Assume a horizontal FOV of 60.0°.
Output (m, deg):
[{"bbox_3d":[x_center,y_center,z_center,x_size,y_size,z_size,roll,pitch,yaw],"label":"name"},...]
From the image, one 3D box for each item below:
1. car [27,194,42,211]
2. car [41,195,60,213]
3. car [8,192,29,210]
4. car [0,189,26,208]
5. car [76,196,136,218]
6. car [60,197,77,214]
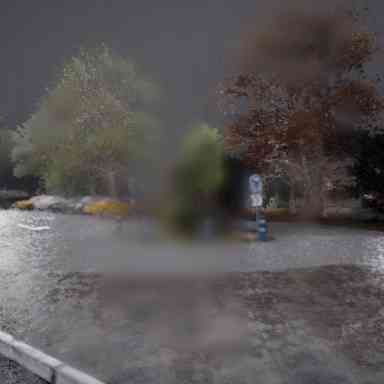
[{"bbox_3d":[-13.671,1.183,33.800,2.002,1.452,4.674,2,1,36],"label":"car"},{"bbox_3d":[-11.446,1.232,32.151,2.163,1.488,4.792,2,1,36],"label":"car"},{"bbox_3d":[-16.019,1.081,35.279,1.946,1.575,5.366,2,1,36],"label":"car"},{"bbox_3d":[-20.370,0.715,38.703,2.435,2.045,5.566,2,1,36],"label":"car"},{"bbox_3d":[-7.049,1.318,28.988,2.097,1.535,5.008,2,1,36],"label":"car"},{"bbox_3d":[-9.267,1.133,30.644,2.185,1.767,4.553,2,1,36],"label":"car"}]
